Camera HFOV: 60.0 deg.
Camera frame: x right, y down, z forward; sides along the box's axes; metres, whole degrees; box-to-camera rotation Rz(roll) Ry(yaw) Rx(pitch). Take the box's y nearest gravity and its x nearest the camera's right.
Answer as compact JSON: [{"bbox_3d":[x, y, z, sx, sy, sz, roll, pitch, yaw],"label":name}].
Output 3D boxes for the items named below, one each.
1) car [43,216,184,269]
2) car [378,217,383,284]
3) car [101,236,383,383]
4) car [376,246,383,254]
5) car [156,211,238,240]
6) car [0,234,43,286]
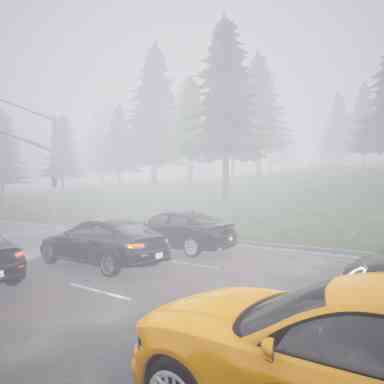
[{"bbox_3d":[-2.739,1.526,10.210,4.674,1.442,1.812,0,0,36],"label":"car"},{"bbox_3d":[7.150,1.478,7.492,5.008,1.535,1.882,0,0,35],"label":"car"},{"bbox_3d":[1.655,1.478,2.812,5.008,1.535,1.882,0,0,36],"label":"car"},{"bbox_3d":[4.642,1.352,4.980,4.553,1.767,2.097,0,0,36],"label":"car"},{"bbox_3d":[-0.654,1.478,13.022,5.008,1.535,1.882,0,0,36],"label":"car"},{"bbox_3d":[-5.844,1.526,8.137,4.674,1.442,1.812,0,0,36],"label":"car"}]
